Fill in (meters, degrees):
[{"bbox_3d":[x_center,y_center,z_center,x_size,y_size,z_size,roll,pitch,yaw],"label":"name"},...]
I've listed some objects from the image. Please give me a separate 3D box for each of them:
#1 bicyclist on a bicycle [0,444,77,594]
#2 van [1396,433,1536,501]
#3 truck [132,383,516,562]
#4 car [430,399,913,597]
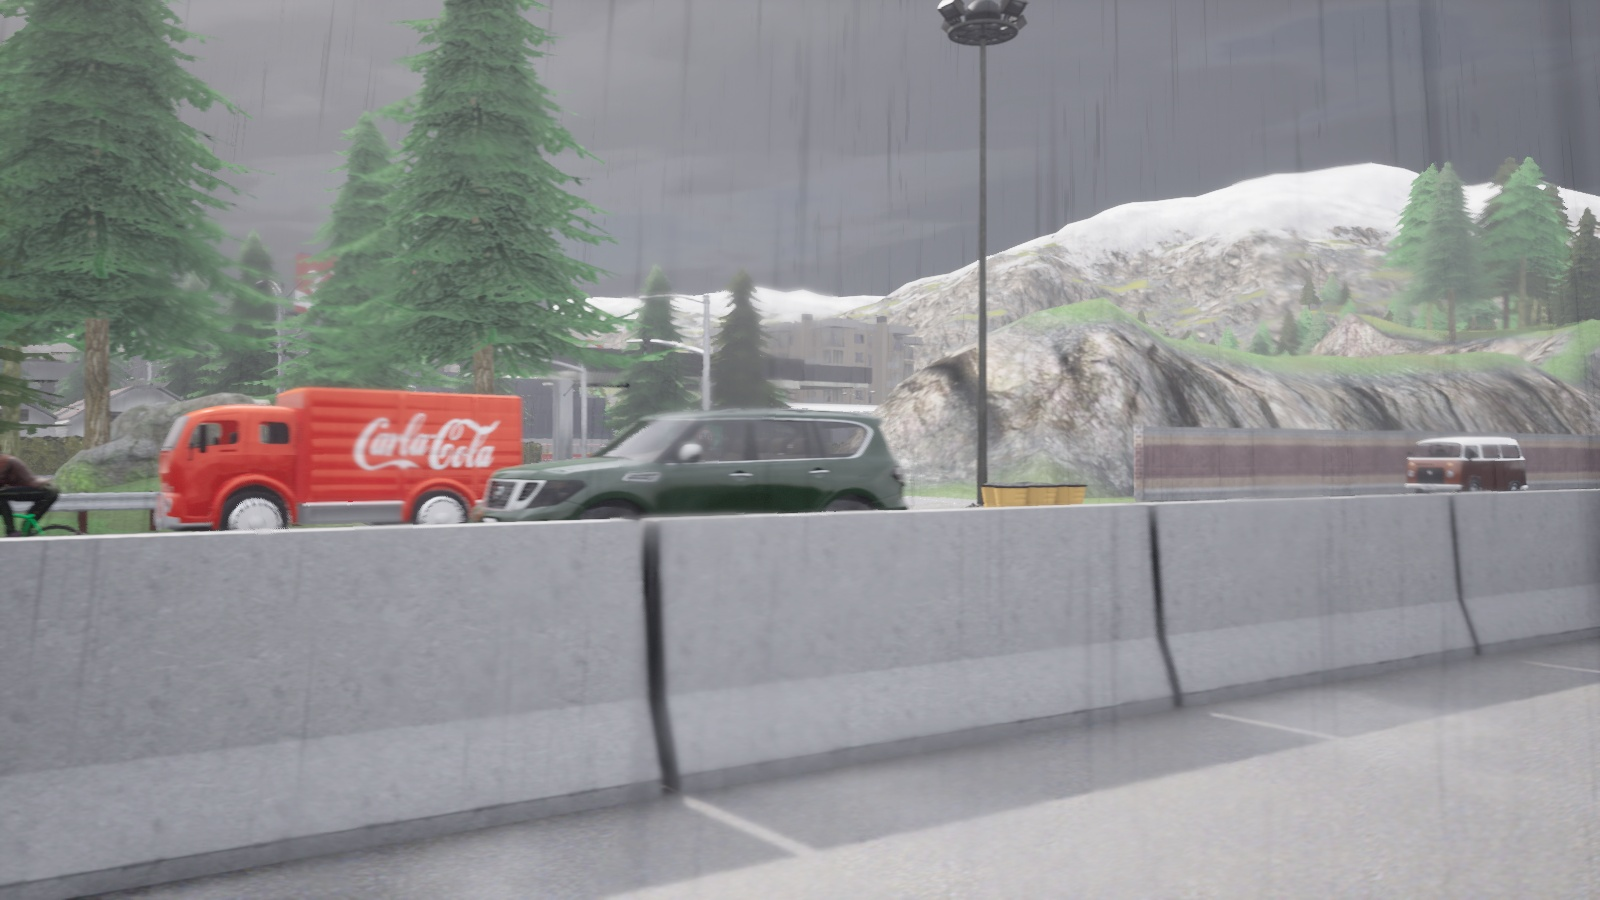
[{"bbox_3d":[-8.958,0.750,13.820,1.656,1.620,0.582,0,2,-21],"label":"bicyclist on a bicycle"},{"bbox_3d":[21.027,0.521,39.613,4.480,2.038,2.069,0,0,-35],"label":"van"},{"bbox_3d":[-7.438,0.326,19.775,5.204,2.467,2.627,0,0,-33],"label":"truck"},{"bbox_3d":[-1.440,0.506,15.452,5.566,2.045,2.150,0,0,-35],"label":"car"}]
